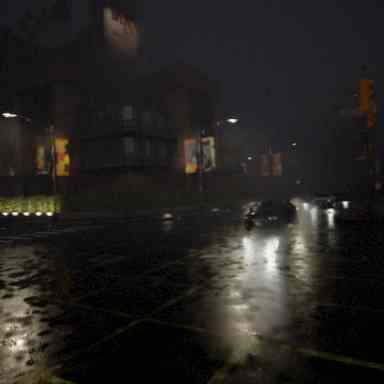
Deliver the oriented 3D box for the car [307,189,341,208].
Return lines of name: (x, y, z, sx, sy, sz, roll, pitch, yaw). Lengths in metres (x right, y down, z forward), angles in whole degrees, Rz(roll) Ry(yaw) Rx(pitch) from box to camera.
car: (12.827, 0.736, 32.209, 1.812, 1.442, 4.674, -2, 0, 31)

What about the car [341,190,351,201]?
car: (19.182, 0.445, 42.814, 1.994, 1.385, 4.181, -2, 1, 31)

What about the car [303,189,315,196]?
car: (16.164, 0.412, 44.593, 2.128, 1.511, 4.902, -2, 1, 31)

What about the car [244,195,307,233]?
car: (4.292, 1.169, 17.576, 2.128, 1.511, 4.902, -2, 0, 31)

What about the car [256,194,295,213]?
car: (7.773, 0.975, 30.550, 2.033, 1.411, 5.357, -2, 1, 31)
